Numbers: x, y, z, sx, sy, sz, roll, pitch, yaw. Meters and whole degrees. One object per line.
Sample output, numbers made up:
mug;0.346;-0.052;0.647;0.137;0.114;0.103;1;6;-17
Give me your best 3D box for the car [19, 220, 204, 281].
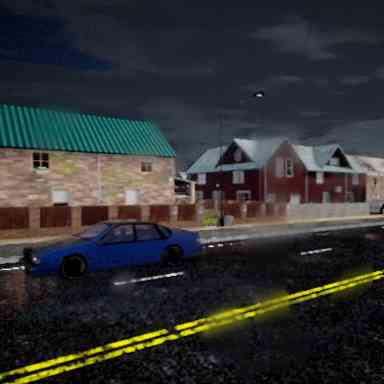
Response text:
car;-2.177;1.578;10.129;5.357;1.411;2.033;1;0;-36
